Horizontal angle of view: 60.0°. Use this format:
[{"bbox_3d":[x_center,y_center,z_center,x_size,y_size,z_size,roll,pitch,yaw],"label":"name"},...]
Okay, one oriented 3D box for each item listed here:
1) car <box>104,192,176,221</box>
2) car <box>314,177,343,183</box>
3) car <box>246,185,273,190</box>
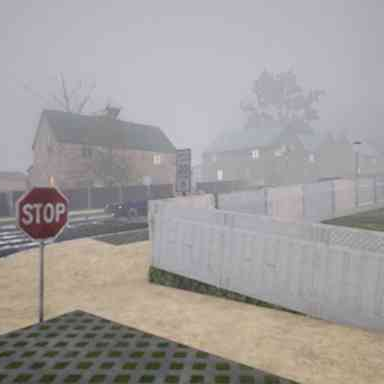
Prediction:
[{"bbox_3d":[-2.396,0.712,18.466,4.718,1.301,1.895,-4,3,-40],"label":"car"},{"bbox_3d":[12.739,-0.643,31.279,4.553,1.767,2.097,-4,3,-42],"label":"car"},{"bbox_3d":[4.872,0.181,24.624,4.718,1.301,1.895,-4,3,-40],"label":"car"}]
